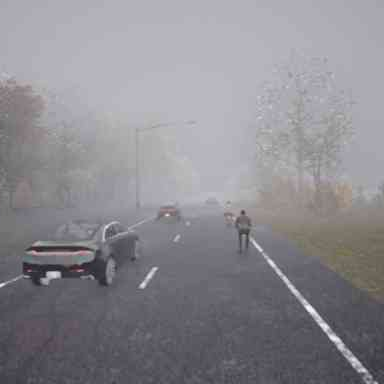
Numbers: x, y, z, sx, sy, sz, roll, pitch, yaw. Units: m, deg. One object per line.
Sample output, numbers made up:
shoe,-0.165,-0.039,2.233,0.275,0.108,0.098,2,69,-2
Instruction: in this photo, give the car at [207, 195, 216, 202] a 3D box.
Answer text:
car,4.323,1.351,73.502,1.812,1.442,4.674,-1,0,3

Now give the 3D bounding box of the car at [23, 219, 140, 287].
car,-2.766,1.515,9.400,2.128,1.511,4.902,-1,0,3

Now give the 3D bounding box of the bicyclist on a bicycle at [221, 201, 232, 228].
bicyclist on a bicycle,2.270,1.371,20.636,0.866,1.612,1.509,-1,0,3

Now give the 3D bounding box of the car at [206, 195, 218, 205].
car,3.429,1.428,56.190,1.994,1.385,4.181,-1,0,3

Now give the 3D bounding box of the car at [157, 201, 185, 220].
car,-1.725,1.486,27.543,1.837,1.490,4.892,-1,0,3

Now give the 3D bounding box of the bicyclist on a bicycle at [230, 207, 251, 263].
bicyclist on a bicycle,1.690,1.411,10.862,0.582,1.620,1.656,-1,0,3
